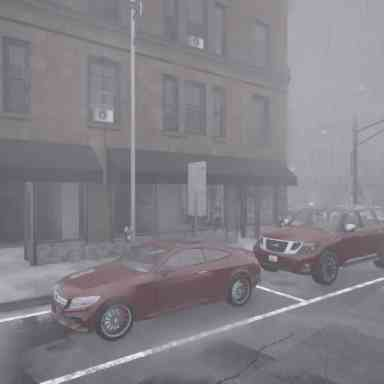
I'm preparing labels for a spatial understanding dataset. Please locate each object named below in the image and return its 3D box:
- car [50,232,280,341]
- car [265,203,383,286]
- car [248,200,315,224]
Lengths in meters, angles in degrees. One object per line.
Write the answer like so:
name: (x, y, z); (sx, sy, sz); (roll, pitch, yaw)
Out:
car: (-0.461, 1.582, 6.435); (4.206, 1.307, 1.802); (0, 0, -35)
car: (4.038, 1.315, 9.639); (5.009, 1.841, 2.192); (0, 0, -35)
car: (6.844, 1.487, 25.904); (1.882, 1.535, 5.008); (0, 0, -35)
